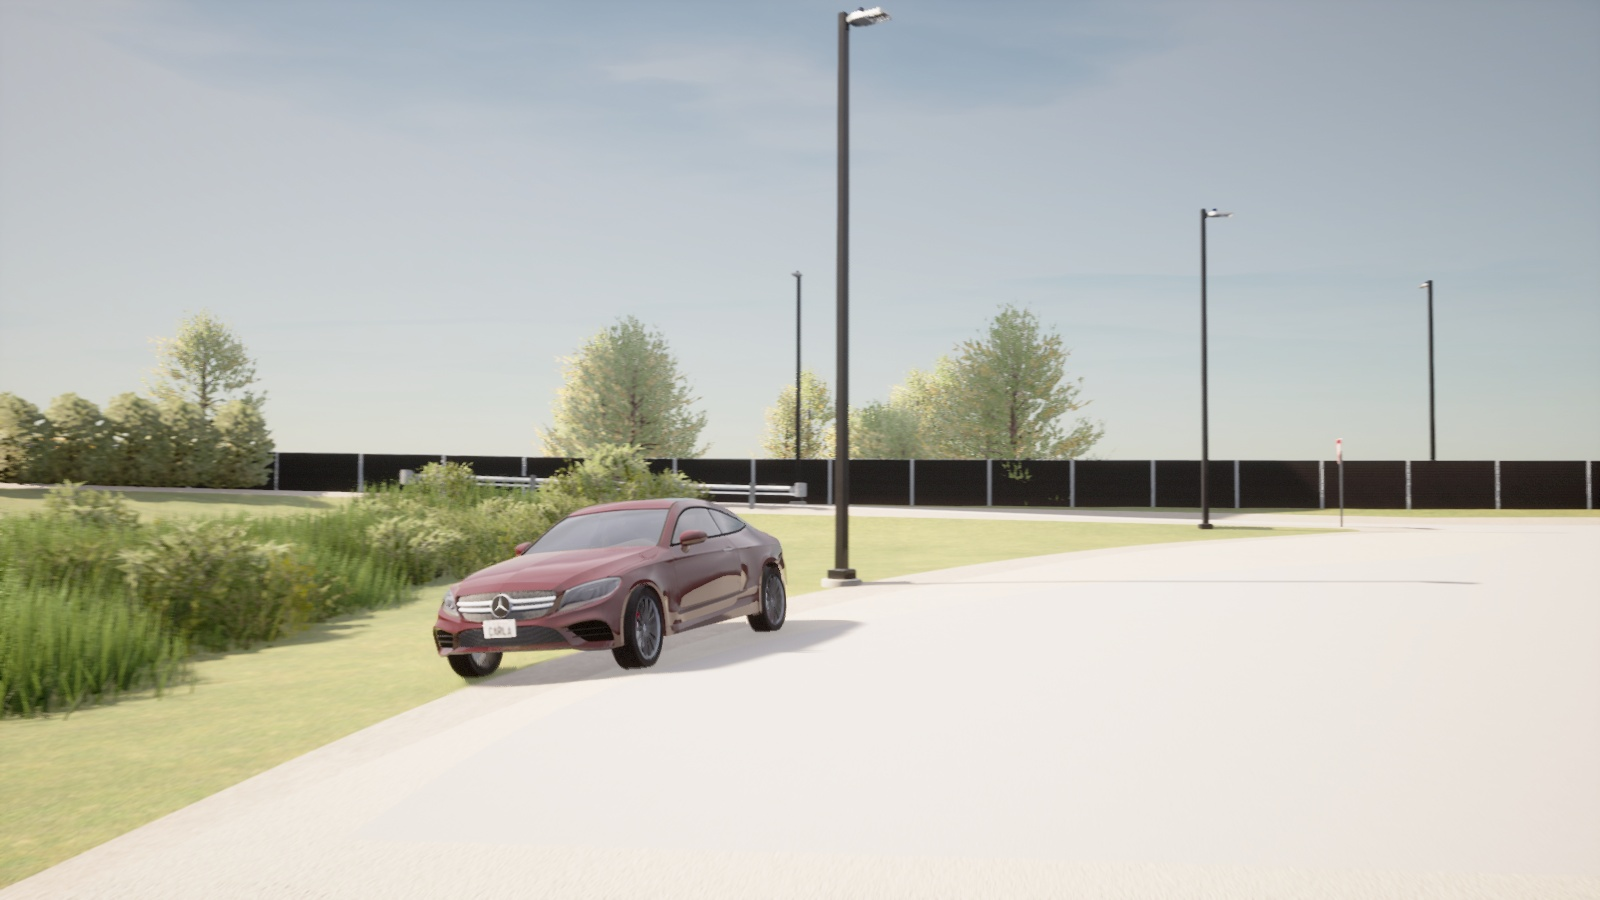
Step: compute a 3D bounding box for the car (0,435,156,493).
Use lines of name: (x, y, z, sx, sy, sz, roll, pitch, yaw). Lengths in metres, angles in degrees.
car: (-22.453, 0.454, 37.503, 1.801, 1.575, 5.366, -2, -4, 44)

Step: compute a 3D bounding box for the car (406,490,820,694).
car: (-1.513, 1.222, 12.171, 1.812, 1.442, 4.674, -6, -3, 20)
